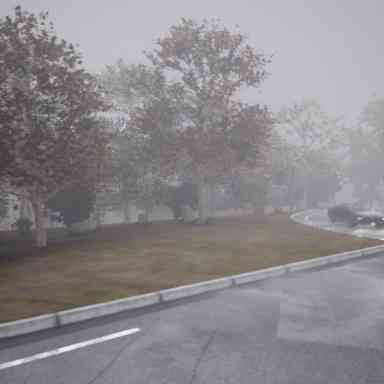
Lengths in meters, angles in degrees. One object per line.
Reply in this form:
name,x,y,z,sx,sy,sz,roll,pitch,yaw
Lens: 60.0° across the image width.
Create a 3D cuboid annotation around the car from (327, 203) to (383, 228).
car,10.402,1.399,21.448,2.033,1.411,5.357,0,0,4
